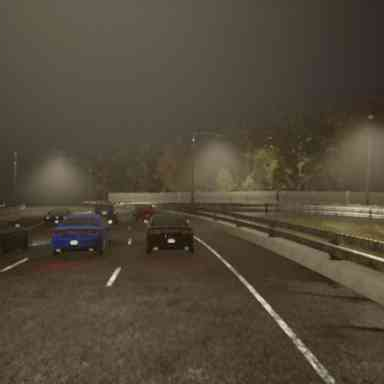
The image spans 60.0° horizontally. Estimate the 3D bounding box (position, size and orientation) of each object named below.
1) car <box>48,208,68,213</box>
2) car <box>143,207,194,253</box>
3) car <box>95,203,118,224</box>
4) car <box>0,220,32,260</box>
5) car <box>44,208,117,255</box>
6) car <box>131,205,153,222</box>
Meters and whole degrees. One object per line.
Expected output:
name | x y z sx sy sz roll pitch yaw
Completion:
car | -10.768 2.001 27.282 1.895 1.301 4.718 0 -1 -15
car | -1.095 1.676 14.726 1.882 1.535 5.008 0 0 -8
car | -7.506 1.756 28.590 2.097 1.767 4.553 0 -1 -15
car | -7.932 1.769 13.129 1.994 1.385 4.181 0 -1 -7
car | -4.581 1.686 14.420 1.882 1.535 5.008 0 0 -8
car | -4.442 1.897 30.612 1.882 1.535 5.008 0 0 -16
